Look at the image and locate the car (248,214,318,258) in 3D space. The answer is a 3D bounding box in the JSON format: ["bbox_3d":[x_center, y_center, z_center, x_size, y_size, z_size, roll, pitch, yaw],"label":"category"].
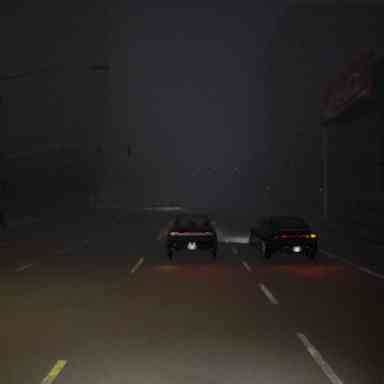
[{"bbox_3d":[3.510,1.657,13.484,1.837,1.490,4.892,0,0,0],"label":"car"}]

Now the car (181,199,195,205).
[{"bbox_3d":[-1.147,2.473,82.486,1.895,1.301,4.718,0,-1,-27],"label":"car"}]

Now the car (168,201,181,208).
[{"bbox_3d":[-3.554,2.303,63.807,1.895,1.301,4.718,0,-1,0],"label":"car"}]

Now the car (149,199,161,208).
[{"bbox_3d":[-7.055,2.204,63.711,1.837,1.490,4.892,0,-1,0],"label":"car"}]

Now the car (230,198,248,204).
[{"bbox_3d":[12.130,2.231,84.634,4.553,1.767,2.097,0,-1,-10],"label":"car"}]

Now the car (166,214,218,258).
[{"bbox_3d":[0.010,1.643,13.488,2.128,1.511,4.902,0,0,0],"label":"car"}]
